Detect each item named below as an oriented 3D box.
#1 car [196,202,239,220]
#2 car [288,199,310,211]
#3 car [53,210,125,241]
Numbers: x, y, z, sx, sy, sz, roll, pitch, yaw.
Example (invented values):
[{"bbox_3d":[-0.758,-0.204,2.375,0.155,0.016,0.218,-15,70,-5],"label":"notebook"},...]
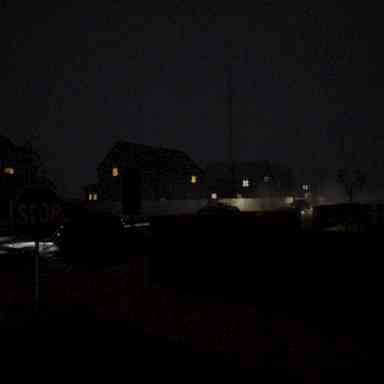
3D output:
[{"bbox_3d":[2.227,1.627,27.996,2.128,1.511,4.902,0,0,35],"label":"car"},{"bbox_3d":[14.709,1.793,45.513,1.837,1.490,4.892,0,-1,35],"label":"car"},{"bbox_3d":[-5.486,1.619,17.076,1.994,1.385,4.181,0,0,36],"label":"car"}]
